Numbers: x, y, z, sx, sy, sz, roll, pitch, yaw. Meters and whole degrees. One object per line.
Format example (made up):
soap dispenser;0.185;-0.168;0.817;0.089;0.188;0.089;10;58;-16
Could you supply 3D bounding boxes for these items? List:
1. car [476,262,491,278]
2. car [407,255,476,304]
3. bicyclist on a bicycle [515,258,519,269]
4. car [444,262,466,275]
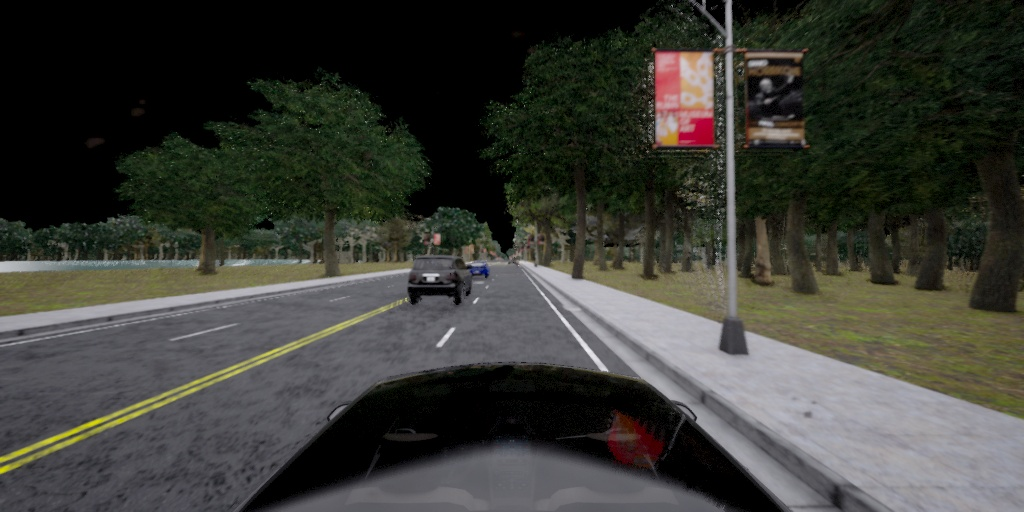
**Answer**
car;-3.153;1.283;34.859;1.882;1.535;5.008;0;0;0
car;-3.151;0.993;16.609;2.150;2.045;5.566;0;0;0
bicyclist on a bicycle;0.887;1.296;58.075;0.866;1.612;1.509;0;-1;0
car;-6.585;1.385;41.841;1.994;1.385;4.181;0;0;0
